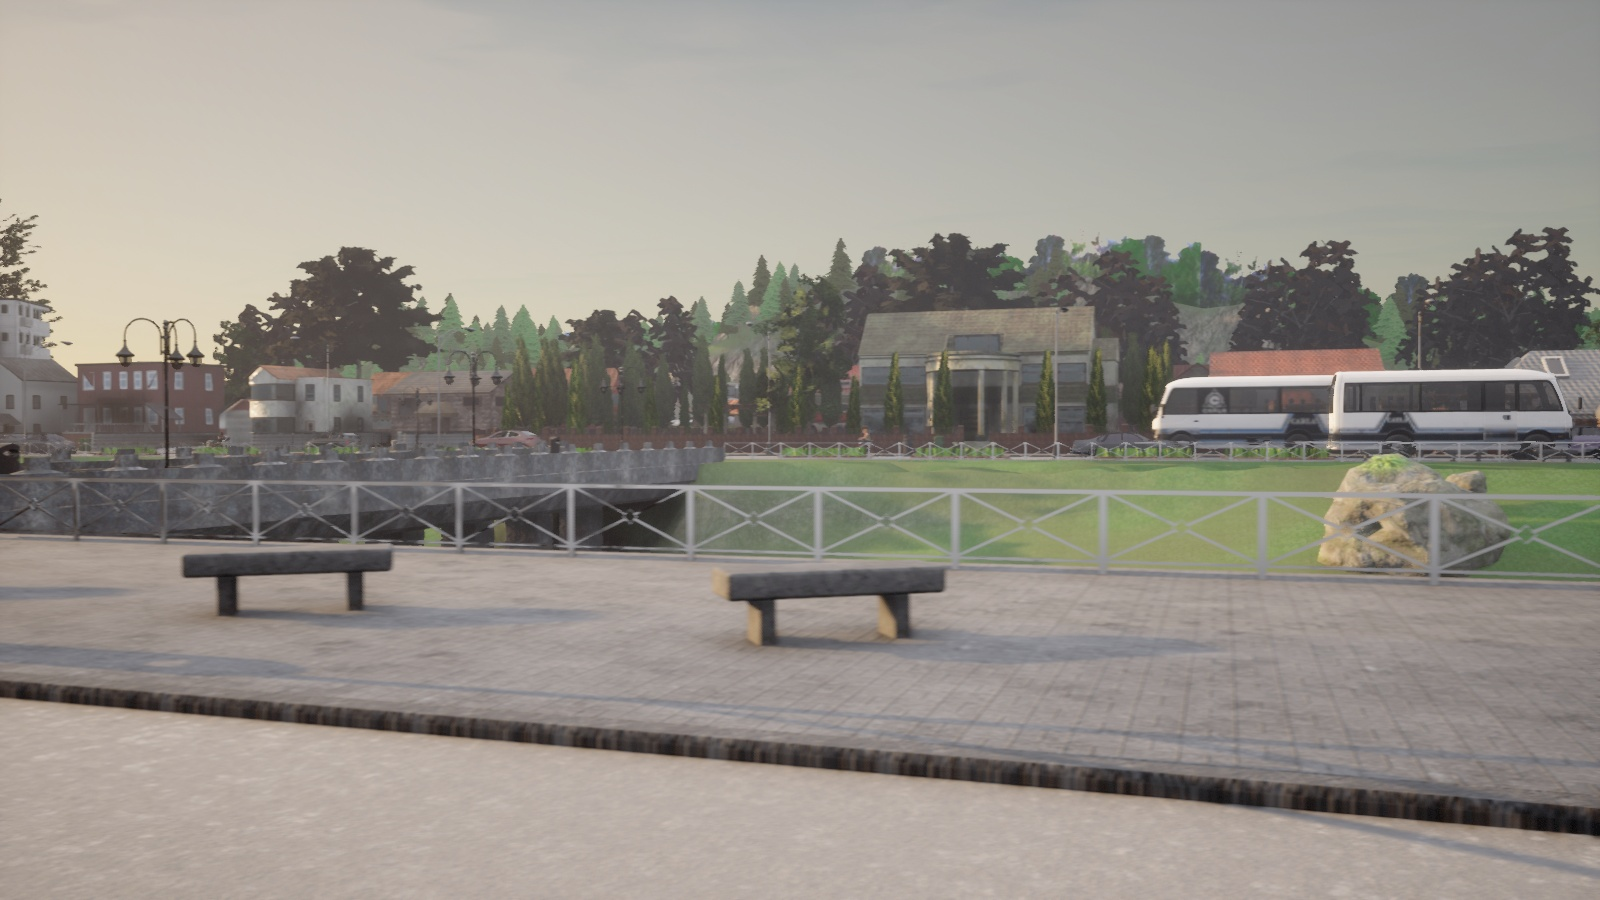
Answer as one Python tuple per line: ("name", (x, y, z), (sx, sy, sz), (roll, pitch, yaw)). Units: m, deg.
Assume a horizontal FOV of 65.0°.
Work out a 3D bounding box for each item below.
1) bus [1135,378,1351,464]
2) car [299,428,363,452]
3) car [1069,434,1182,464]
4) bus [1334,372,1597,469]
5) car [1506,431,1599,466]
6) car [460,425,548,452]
("bus", (22.867, -1.510, 65.287), (10.273, 4.253, 3.944), (1, 1, 19))
("car", (-31.181, -0.650, 83.504), (3.705, 1.549, 1.789), (1, 1, 19))
("car", (16.412, -0.077, 63.261), (5.357, 1.411, 2.033), (1, 1, 19))
("bus", (30.621, -1.371, 58.450), (10.273, 4.253, 3.944), (1, 1, 19))
("car", (36.993, -0.074, 60.551), (4.856, 1.649, 2.033), (1, 1, 19))
("car", (-18.653, -0.735, 79.284), (5.027, 1.651, 2.152), (1, 1, 19))
